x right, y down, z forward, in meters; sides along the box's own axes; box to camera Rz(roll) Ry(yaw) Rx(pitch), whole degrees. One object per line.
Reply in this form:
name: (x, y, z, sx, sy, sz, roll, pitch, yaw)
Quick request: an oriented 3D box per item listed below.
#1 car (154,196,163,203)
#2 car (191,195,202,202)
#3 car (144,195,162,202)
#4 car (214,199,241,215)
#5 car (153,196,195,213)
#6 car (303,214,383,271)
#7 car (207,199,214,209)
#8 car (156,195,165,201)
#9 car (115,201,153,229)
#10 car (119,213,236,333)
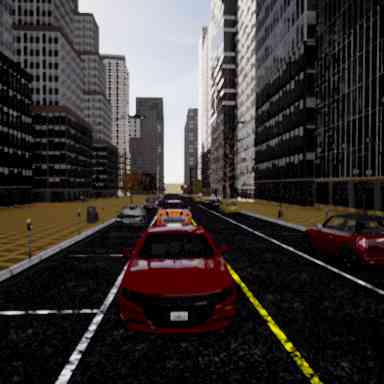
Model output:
car: (-7.155, 1.551, 72.148, 1.802, 1.307, 4.206, -1, 0, -4)
car: (1.196, 1.491, 72.858, 1.752, 1.417, 4.829, -1, 0, -4)
car: (-5.343, 1.411, 44.082, 1.967, 1.590, 4.097, -1, 0, -4)
car: (3.736, 1.498, 33.567, 1.752, 1.417, 4.829, -1, 0, -4)
car: (-1.163, 1.334, 21.337, 2.097, 1.767, 4.553, 0, 0, -4)
car: (5.197, 1.428, 10.943, 1.967, 1.590, 4.097, -1, 0, -4)
car: (3.022, 1.534, 44.622, 1.947, 1.339, 4.313, -1, 0, -4)
car: (-7.881, 1.521, 83.375, 2.008, 1.369, 4.403, -1, 0, -4)
car: (-3.889, 1.533, 21.629, 2.008, 1.369, 4.403, -1, 0, -4)
car: (-0.346, 1.471, 7.172, 1.882, 1.535, 5.008, 0, 0, -4)
